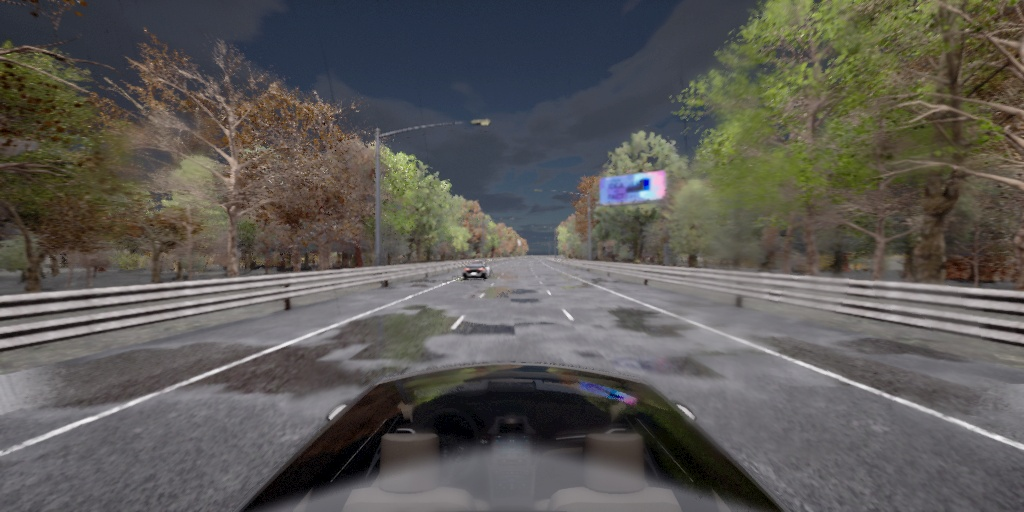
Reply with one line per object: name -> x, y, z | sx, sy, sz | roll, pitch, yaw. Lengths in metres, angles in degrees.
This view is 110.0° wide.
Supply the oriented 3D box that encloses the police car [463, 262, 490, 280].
police car -> -2.986, 1.276, 31.205 | 2.038, 1.542, 4.974 | 0, 0, 1
